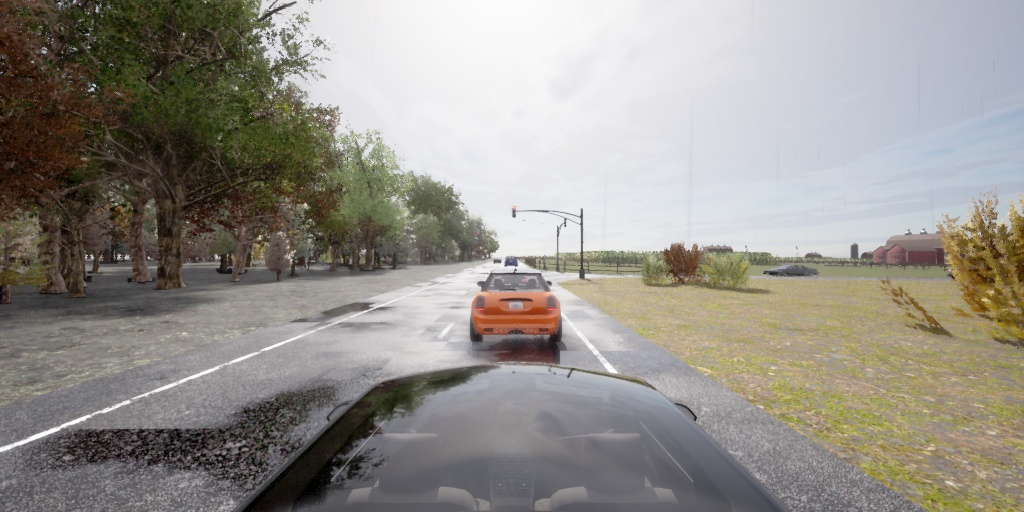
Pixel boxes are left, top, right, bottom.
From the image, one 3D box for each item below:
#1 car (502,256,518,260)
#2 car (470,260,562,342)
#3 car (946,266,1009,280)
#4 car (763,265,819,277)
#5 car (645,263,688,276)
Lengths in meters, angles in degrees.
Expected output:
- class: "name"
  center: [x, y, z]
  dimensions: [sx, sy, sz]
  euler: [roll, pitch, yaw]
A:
- class: "car"
  center: [-0.094, 0.975, 61.764]
  dimensions: [2.150, 2.045, 5.566]
  euler: [0, 0, 1]
- class: "car"
  center: [0.083, 1.104, 9.954]
  dimensions: [2.097, 1.767, 4.553]
  euler: [0, 0, 0]
- class: "car"
  center: [48.898, 1.772, 37.610]
  dimensions: [4.902, 1.511, 2.128]
  euler: [1, -1, 1]
- class: "car"
  center: [32.084, 1.705, 41.275]
  dimensions: [5.357, 1.411, 2.033]
  euler: [1, -1, 0]
- class: "car"
  center: [17.908, 1.495, 41.326]
  dimensions: [4.902, 1.511, 2.128]
  euler: [1, -1, 1]
